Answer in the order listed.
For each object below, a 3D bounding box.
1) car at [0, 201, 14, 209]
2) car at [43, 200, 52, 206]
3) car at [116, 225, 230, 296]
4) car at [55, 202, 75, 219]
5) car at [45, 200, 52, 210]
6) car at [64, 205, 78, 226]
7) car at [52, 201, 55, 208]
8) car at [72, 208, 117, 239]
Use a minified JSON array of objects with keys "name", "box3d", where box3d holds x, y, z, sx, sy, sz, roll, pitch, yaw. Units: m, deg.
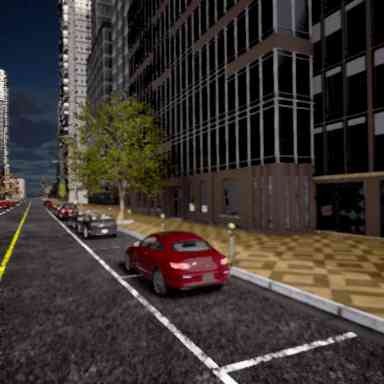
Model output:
[{"name":"car","box3d":[-37.522,2.628,66.907,1.887,1.381,4.507,0,-1,-26]},{"name":"car","box3d":[-37.307,2.797,85.922,1.947,1.339,4.313,0,-1,-26]},{"name":"car","box3d":[-0.551,1.683,8.860,1.802,1.307,4.206,0,-1,-26]},{"name":"car","box3d":[-12.805,1.942,34.549,1.967,1.590,4.097,0,-1,-26]},{"name":"car","box3d":[-25.055,2.423,60.235,1.887,1.381,4.507,0,-1,-26]},{"name":"car","box3d":[-7.903,1.898,24.272,2.008,1.369,4.403,0,-1,-26]},{"name":"car","box3d":[-15.255,2.018,39.686,1.967,1.590,4.097,0,-1,-26]},{"name":"car","box3d":[-5.452,1.818,19.135,2.008,1.369,4.403,0,-1,-26]}]
